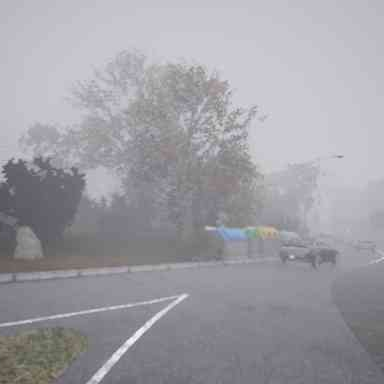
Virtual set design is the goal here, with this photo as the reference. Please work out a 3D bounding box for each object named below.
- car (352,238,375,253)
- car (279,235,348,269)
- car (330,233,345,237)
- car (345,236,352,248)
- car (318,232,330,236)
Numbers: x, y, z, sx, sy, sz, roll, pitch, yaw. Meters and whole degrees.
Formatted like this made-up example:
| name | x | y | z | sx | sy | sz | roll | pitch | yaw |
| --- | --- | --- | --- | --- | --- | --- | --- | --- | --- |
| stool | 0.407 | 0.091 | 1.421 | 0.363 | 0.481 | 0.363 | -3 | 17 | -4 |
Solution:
| name | x | y | z | sx | sy | sz | roll | pitch | yaw |
| --- | --- | --- | --- | --- | --- | --- | --- | --- | --- |
| car | 19.244 | 5.933 | 36.996 | 2.128 | 1.511 | 4.902 | -1 | -7 | 26 |
| car | 6.549 | 3.279 | 18.306 | 2.128 | 1.511 | 4.902 | -2 | -8 | 41 |
| car | 25.450 | 8.123 | 56.356 | 1.994 | 1.385 | 4.181 | 0 | -5 | 7 |
| car | 23.039 | 7.205 | 46.547 | 1.895 | 1.301 | 4.718 | 0 | -6 | 18 |
| car | 26.562 | 8.605 | 66.112 | 1.882 | 1.535 | 5.008 | 0 | -3 | 5 |
